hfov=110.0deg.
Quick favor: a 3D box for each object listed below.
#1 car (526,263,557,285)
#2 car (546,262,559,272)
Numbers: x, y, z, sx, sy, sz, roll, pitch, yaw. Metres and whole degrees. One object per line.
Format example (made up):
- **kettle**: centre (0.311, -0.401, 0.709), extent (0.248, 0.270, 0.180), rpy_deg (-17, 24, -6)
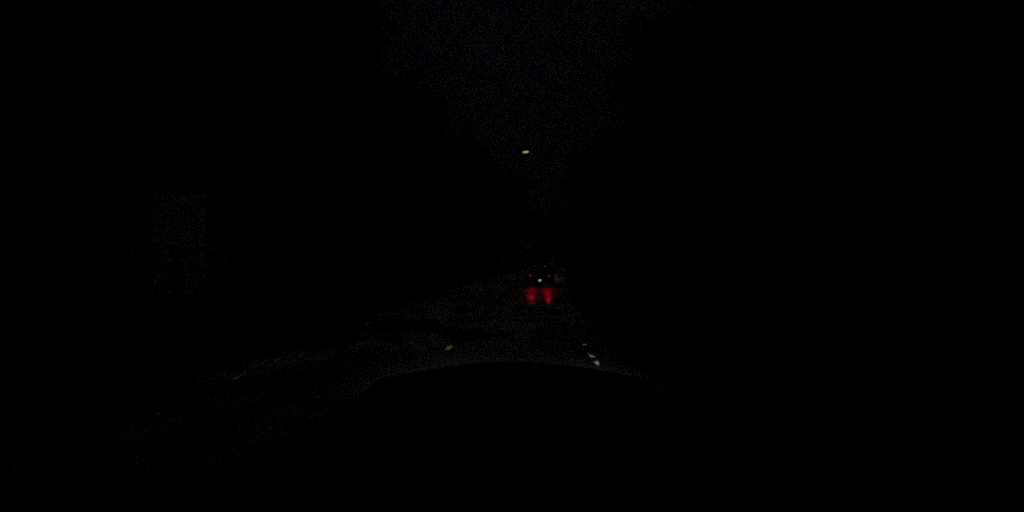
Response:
- **car**: centre (2.194, 1.401, 26.717), extent (1.895, 1.301, 4.718), rpy_deg (0, 0, 8)
- **car**: centre (5.160, 1.459, 47.922), extent (1.812, 1.442, 4.674), rpy_deg (0, 0, 8)
